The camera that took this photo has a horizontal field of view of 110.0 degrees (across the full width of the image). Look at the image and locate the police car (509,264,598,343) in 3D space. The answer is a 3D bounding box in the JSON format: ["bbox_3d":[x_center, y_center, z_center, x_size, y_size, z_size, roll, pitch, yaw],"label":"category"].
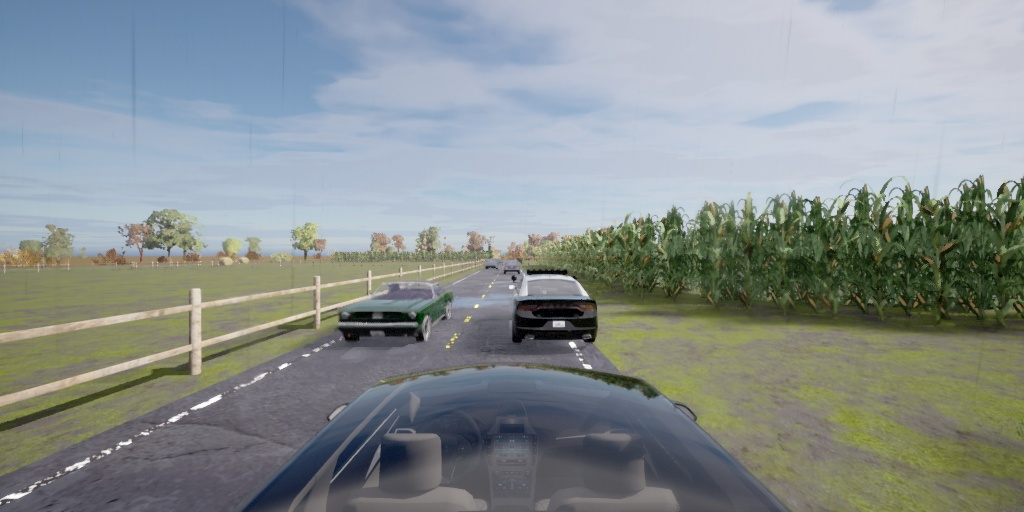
[{"bbox_3d":[0.942,1.175,9.840,1.930,1.638,5.238,0,0,0],"label":"police car"}]

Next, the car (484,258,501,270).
[{"bbox_3d":[-2.982,1.298,52.622,2.033,1.411,5.357,0,0,0],"label":"car"}]

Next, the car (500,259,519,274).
[{"bbox_3d":[-0.017,1.298,40.681,2.033,1.411,5.357,0,0,0],"label":"car"}]

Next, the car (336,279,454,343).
[{"bbox_3d":[-2.871,1.350,9.841,1.895,1.301,4.718,0,0,0],"label":"car"}]
